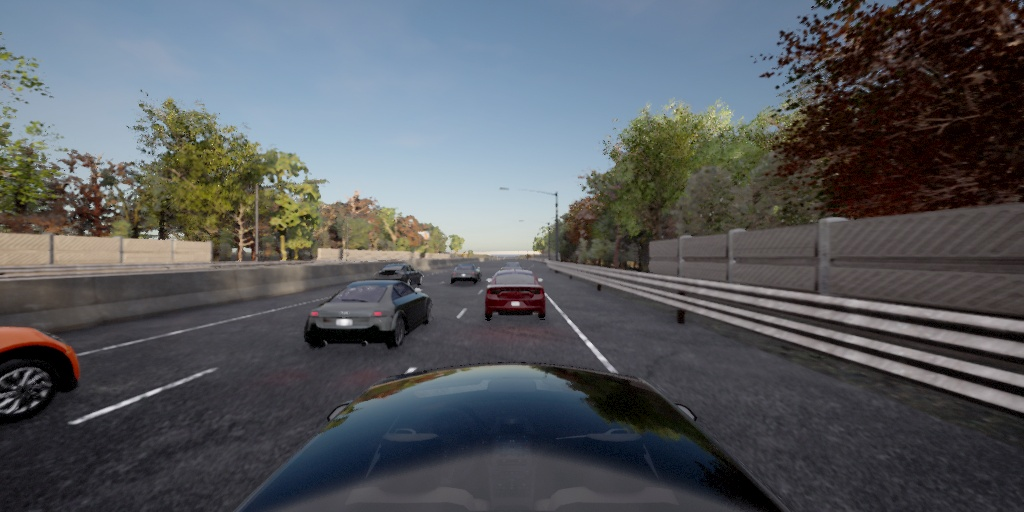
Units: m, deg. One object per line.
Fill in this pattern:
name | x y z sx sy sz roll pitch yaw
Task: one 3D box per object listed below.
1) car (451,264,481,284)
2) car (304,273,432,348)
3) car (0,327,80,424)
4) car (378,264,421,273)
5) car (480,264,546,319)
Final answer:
car | -3.396 1.312 27.147 1.994 1.385 4.181 0 0 0
car | -3.397 1.313 9.265 1.994 1.385 4.181 0 0 0
car | -6.902 1.102 2.905 2.097 1.767 4.553 0 0 0
car | -6.901 1.252 22.240 1.837 1.490 4.892 0 0 0
car | 0.101 1.226 12.776 1.882 1.535 5.008 0 0 0
